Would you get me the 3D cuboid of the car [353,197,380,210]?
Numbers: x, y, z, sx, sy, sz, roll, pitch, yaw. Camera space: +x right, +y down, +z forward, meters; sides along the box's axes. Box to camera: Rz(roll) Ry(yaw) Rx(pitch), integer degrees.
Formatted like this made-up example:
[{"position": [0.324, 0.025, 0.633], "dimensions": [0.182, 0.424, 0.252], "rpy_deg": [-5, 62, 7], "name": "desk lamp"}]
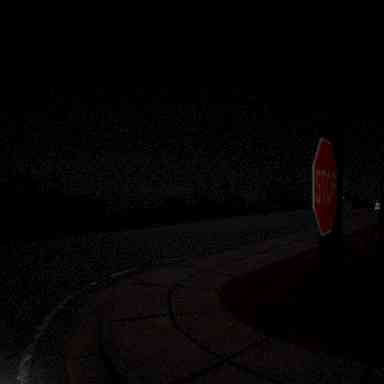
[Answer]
[{"position": [21.597, 1.460, 41.665], "dimensions": [2.128, 1.511, 4.902], "rpy_deg": [0, 0, 38], "name": "car"}]
